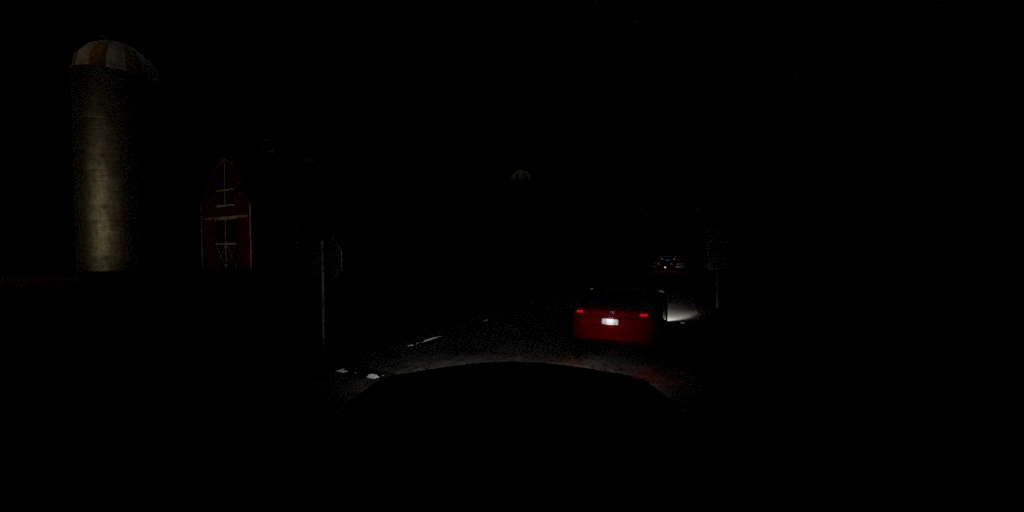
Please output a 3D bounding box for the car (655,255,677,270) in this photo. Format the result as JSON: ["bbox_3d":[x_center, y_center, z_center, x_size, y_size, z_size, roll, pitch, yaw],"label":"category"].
[{"bbox_3d":[16.371,0.787,38.094,1.895,1.301,4.718,0,1,25],"label":"car"}]

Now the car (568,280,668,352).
[{"bbox_3d":[2.847,1.306,9.141,1.994,1.385,4.181,0,0,25],"label":"car"}]
